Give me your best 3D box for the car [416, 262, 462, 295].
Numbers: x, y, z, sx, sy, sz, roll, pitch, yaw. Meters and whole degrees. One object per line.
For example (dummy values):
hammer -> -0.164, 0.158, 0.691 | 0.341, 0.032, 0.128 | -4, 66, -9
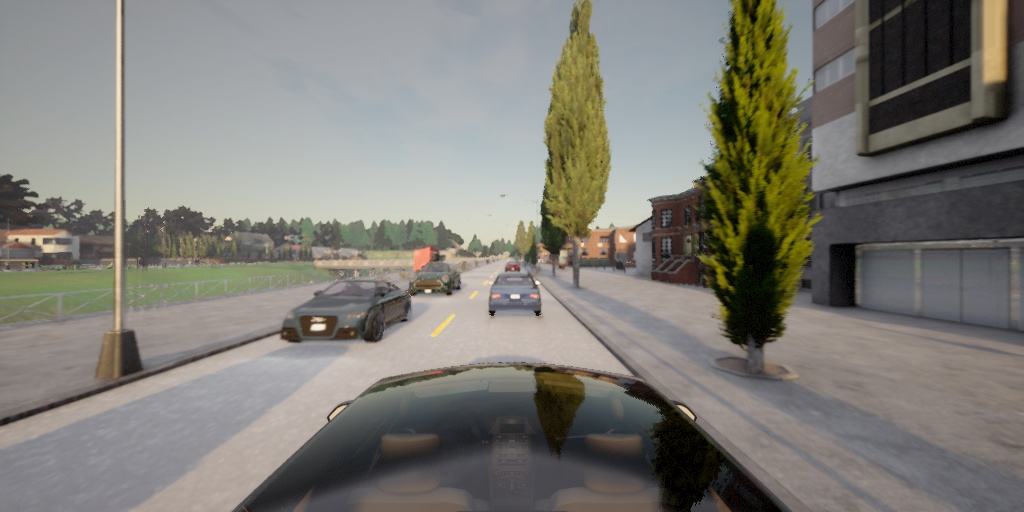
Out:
car -> -4.074, 1.123, 19.689 | 2.097, 1.767, 4.553 | 0, 0, 0

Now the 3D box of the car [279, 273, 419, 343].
car -> -4.101, 1.323, 9.571 | 1.994, 1.385, 4.181 | 0, 0, 0

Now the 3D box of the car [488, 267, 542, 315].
car -> 0.098, 1.311, 13.671 | 2.033, 1.411, 5.357 | 0, 0, 0

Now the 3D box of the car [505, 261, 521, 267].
car -> 0.087, 1.324, 43.535 | 1.812, 1.442, 4.674 | 0, 0, 0
